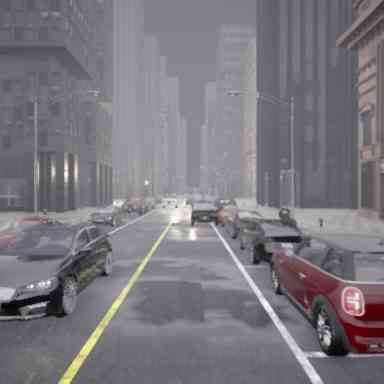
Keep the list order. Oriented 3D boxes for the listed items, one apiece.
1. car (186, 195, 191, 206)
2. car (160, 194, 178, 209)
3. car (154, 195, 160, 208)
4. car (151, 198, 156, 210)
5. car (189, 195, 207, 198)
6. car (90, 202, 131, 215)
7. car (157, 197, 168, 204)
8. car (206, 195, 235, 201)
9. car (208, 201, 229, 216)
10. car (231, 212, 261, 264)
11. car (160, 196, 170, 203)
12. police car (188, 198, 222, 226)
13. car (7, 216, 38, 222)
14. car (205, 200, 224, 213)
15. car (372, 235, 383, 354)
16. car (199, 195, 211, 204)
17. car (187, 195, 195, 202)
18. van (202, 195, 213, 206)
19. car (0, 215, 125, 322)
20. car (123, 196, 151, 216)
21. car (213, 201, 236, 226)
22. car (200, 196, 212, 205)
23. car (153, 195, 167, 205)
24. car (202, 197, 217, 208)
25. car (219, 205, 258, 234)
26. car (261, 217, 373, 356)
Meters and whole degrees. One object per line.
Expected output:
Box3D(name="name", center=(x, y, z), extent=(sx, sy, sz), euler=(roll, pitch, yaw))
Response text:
Box3D(name="car", center=(-0.138, 1.725, 58.502), extent=(1.895, 1.301, 4.718), euler=(0, 0, 0))
Box3D(name="car", center=(-3.198, 1.322, 48.712), extent=(2.150, 2.045, 5.566), euler=(0, 0, 0))
Box3D(name="car", center=(-5.874, 1.535, 45.294), extent=(1.967, 1.590, 4.097), euler=(0, 0, 0))
Box3D(name="car", center=(-5.860, 1.649, 39.692), extent=(1.947, 1.339, 4.313), euler=(0, 0, 0))
Box3D(name="car", center=(0.785, 1.541, 40.294), extent=(1.801, 1.575, 5.366), euler=(0, 0, 0))
Box3D(name="car", center=(-5.820, 1.598, 22.886), extent=(2.008, 1.369, 4.403), euler=(0, 0, 0))
Box3D(name="car", center=(-5.926, 1.668, 67.533), extent=(1.752, 1.417, 4.829), euler=(0, 0, 0))
Box3D(name="car", center=(2.691, 1.375, 28.513), extent=(2.192, 1.841, 5.009), euler=(0, 0, 0))
Box3D(name="car", center=(2.679, 1.653, 34.114), extent=(1.802, 1.307, 4.206), euler=(0, 0, 0))
Box3D(name="car", center=(2.731, 1.591, 11.707), extent=(1.947, 1.339, 4.313), euler=(0, 0, 0))
Box3D(name="car", center=(-5.939, 1.596, 73.305), extent=(1.967, 1.590, 4.097), euler=(0, 0, 0))
Box3D(name="police car", center=(0.842, 1.476, 24.213), extent=(1.930, 1.638, 5.238), euler=(0, 0, 0))
Box3D(name="car", center=(-5.794, 1.569, 11.681), extent=(1.887, 1.381, 4.507), euler=(0, 0, 0))
Box3D(name="car", center=(2.665, 1.649, 39.716), extent=(1.947, 1.339, 4.313), euler=(0, 0, 0))
Box3D(name="car", center=(2.757, 1.317, 0.504), extent=(2.192, 1.841, 5.009), euler=(0, 0, 0))
Box3D(name="car", center=(2.598, 1.459, 67.725), extent=(2.192, 1.841, 5.009), euler=(0, 0, 0))
Box3D(name="car", center=(-0.177, 1.475, 75.259), extent=(1.837, 1.490, 4.892), euler=(0, 0, 0))
Box3D(name="van", center=(2.625, 1.461, 56.521), extent=(1.690, 1.788, 3.998), euler=(0, 0, 0))
Box3D(name="car", center=(-3.119, 1.507, 7.546), extent=(2.128, 1.511, 4.902), euler=(0, 0, 0))
Box3D(name="car", center=(-5.848, 1.386, 34.091), extent=(2.192, 1.841, 5.009), euler=(0, 0, 0))
Box3D(name="car", center=(2.704, 1.574, 23.080), extent=(1.752, 1.417, 4.829), euler=(0, 0, 0))
Box3D(name="car", center=(2.612, 1.572, 62.122), extent=(1.967, 1.590, 4.097), euler=(0, 0, 0))
Box3D(name="car", center=(-5.914, 1.446, 62.101), extent=(2.192, 1.841, 5.009), euler=(0, 0, 0))
Box3D(name="car", center=(2.639, 1.547, 50.919), extent=(1.967, 1.590, 4.097), euler=(0, 0, 0))
Box3D(name="car", center=(2.718, 1.587, 17.309), extent=(2.008, 1.369, 4.403), euler=(0, 0, 0))
Box3D(name="car", center=(2.744, 1.453, 6.105), extent=(1.967, 1.590, 4.097), euler=(0, 0, 0))
